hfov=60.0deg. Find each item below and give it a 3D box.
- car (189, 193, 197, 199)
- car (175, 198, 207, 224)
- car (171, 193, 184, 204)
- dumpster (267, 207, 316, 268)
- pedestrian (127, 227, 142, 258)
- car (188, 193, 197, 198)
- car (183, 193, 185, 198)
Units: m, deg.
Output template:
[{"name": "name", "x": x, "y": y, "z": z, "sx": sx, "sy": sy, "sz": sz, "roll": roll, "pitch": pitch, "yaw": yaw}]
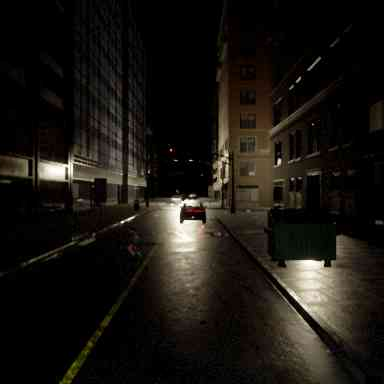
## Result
[{"name": "car", "x": 0.169, "y": 1.092, "z": 91.451, "sx": 2.097, "sy": 1.767, "sz": 4.553, "roll": 0, "pitch": 0, "yaw": 0}, {"name": "car", "x": 0.091, "y": 1.481, "z": 24.565, "sx": 2.128, "sy": 1.511, "sz": 4.902, "roll": 0, "pitch": 0, "yaw": 1}, {"name": "car", "x": -2.937, "y": 1.466, "z": 62.987, "sx": 1.812, "sy": 1.442, "sz": 4.674, "roll": 0, "pitch": 0, "yaw": 1}, {"name": "dumpster", "x": 3.154, "y": 1.393, "z": 10.777, "sx": 1.020, "sy": 1.700, "sz": 1.940, "roll": 0, "pitch": 0, "yaw": 0}, {"name": "pedestrian", "x": -1.934, "y": 1.670, "z": 11.257, "sx": 0.500, "sy": 1.100, "sz": 0.500, "roll": 0, "pitch": 0, "yaw": -10}, {"name": "car", "x": 0.150, "y": 1.434, "z": 81.062, "sx": 2.128, "sy": 1.511, "sz": 4.902, "roll": 0, "pitch": 0, "yaw": 0}, {"name": "car", "x": -2.855, "y": 1.146, "z": 78.441, "sx": 2.150, "sy": 2.045, "sz": 5.566, "roll": 0, "pitch": 0, "yaw": 0}]
